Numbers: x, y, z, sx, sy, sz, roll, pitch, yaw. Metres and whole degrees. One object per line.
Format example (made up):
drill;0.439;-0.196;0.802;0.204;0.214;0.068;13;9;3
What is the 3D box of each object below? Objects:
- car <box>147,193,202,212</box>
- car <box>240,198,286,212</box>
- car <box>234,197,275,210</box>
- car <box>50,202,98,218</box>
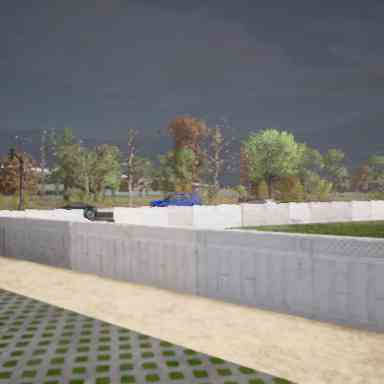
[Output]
car;-1.713;1.187;33.560;5.566;2.045;2.150;-1;2;-18
car;7.817;1.423;36.752;4.718;1.301;1.895;-1;2;-19
car;6.312;1.291;32.618;4.553;1.767;2.097;-1;2;-19
car;-10.819;1.672;30.523;4.181;1.385;1.994;-1;2;-18
